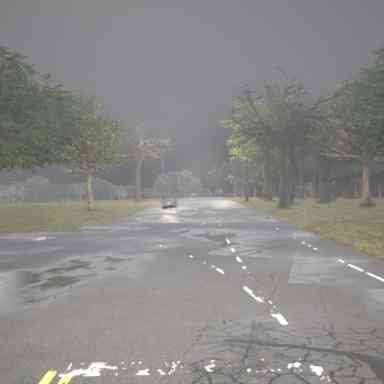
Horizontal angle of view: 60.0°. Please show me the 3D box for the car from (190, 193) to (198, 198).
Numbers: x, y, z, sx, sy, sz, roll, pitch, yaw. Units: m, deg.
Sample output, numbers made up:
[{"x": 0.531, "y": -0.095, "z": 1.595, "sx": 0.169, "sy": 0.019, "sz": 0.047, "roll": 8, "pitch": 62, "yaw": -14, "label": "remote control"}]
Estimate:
[{"x": 0.663, "y": 1.009, "z": 94.577, "sx": 1.837, "sy": 1.490, "sz": 4.892, "roll": -1, "pitch": 0, "yaw": 9, "label": "car"}]

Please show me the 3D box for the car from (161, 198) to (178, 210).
[{"x": -2.793, "y": 1.511, "z": 42.774, "sx": 2.033, "sy": 1.411, "sz": 5.357, "roll": -1, "pitch": 1, "yaw": 1, "label": "car"}]
